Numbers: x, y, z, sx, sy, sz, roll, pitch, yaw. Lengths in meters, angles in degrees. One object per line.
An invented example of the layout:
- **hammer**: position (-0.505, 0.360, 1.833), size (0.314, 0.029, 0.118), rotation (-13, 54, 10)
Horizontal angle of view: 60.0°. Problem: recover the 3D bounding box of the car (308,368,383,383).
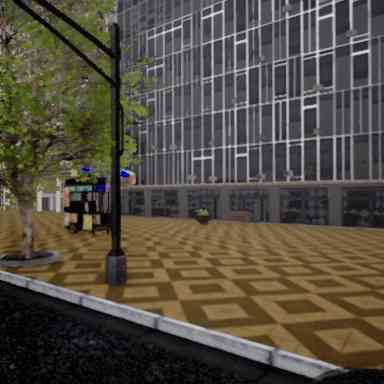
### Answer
- **car**: position (2.329, 1.565, 1.217), size (4.313, 1.339, 1.947), rotation (0, 0, 36)
